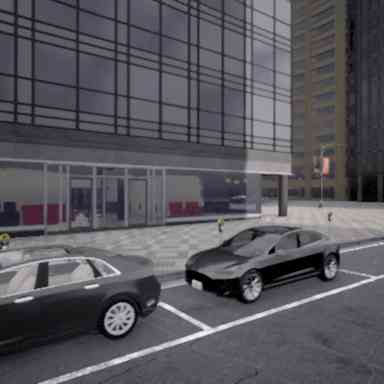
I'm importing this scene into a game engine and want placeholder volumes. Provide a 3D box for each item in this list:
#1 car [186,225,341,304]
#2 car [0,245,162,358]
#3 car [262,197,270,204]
[{"bbox_3d":[1.879,1.519,8.095,4.313,1.339,1.947,-1,1,-35],"label":"car"},{"bbox_3d":[-2.566,1.546,4.926,4.403,1.369,2.008,-1,1,-35],"label":"car"},{"bbox_3d":[11.506,1.384,57.933,1.812,1.442,4.674,0,0,-35],"label":"car"}]
